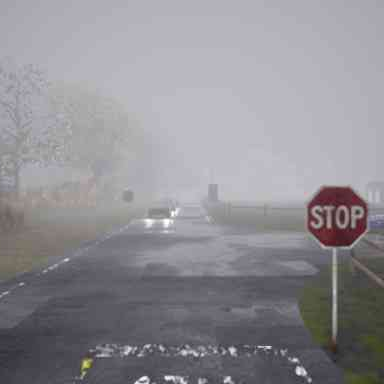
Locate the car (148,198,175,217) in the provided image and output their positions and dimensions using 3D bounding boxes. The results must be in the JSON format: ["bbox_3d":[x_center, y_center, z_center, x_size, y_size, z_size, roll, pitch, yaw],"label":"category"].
[{"bbox_3d":[-2.932,1.480,31.177,1.882,1.535,5.008,0,0,0],"label":"car"}]

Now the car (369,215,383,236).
[{"bbox_3d":[11.077,1.445,16.700,5.008,1.535,1.882,0,0,2],"label":"car"}]

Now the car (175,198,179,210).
[{"bbox_3d":[-2.954,1.499,40.701,1.837,1.490,4.892,0,0,0],"label":"car"}]

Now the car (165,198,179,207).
[{"bbox_3d":[-2.966,1.583,50.740,1.895,1.301,4.718,0,0,0],"label":"car"}]
